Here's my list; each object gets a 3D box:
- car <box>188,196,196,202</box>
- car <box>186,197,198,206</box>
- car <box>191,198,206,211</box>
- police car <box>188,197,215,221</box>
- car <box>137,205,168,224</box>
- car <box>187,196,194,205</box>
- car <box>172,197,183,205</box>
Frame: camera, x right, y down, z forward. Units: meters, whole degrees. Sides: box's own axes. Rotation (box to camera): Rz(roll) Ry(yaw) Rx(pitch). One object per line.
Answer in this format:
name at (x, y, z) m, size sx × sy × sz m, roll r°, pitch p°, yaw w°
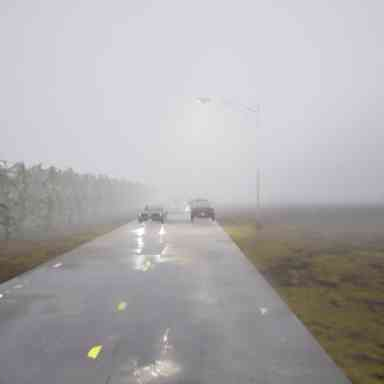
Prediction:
car at (0.000, 1.710, 82.392) m, size 1.994 × 1.385 × 4.181 m, roll 0°, pitch 0°, yaw 0°
car at (0.000, 1.738, 61.706) m, size 2.033 × 1.411 × 5.357 m, roll 0°, pitch 0°, yaw 0°
car at (0.825, 1.593, 43.324) m, size 1.837 × 1.490 × 4.892 m, roll 0°, pitch 0°, yaw 0°
police car at (0.825, 1.455, 27.432) m, size 1.930 × 1.638 × 5.238 m, roll 0°, pitch 0°, yaw 0°
car at (-2.850, 1.623, 24.791) m, size 1.895 × 1.301 × 4.718 m, roll 0°, pitch 0°, yaw 0°
car at (0.824, 1.413, 37.294) m, size 2.097 × 1.767 × 4.553 m, roll 0°, pitch 0°, yaw 0°
car at (-2.767, 1.708, 65.219) m, size 1.837 × 1.490 × 4.892 m, roll 0°, pitch 0°, yaw 1°
